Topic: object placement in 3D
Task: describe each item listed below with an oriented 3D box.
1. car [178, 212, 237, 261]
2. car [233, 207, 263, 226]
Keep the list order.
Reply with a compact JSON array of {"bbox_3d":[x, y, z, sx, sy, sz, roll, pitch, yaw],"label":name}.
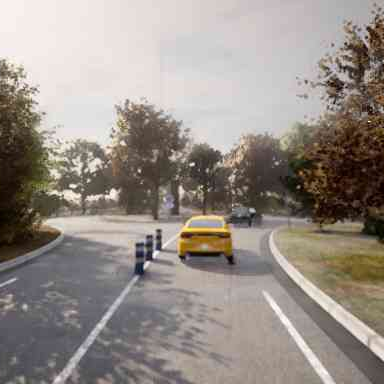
[{"bbox_3d":[0.631,1.685,13.157,1.882,1.535,5.008,0,-2,5],"label":"car"},{"bbox_3d":[5.058,2.151,30.736,2.097,1.767,4.553,-1,-2,26],"label":"car"}]
